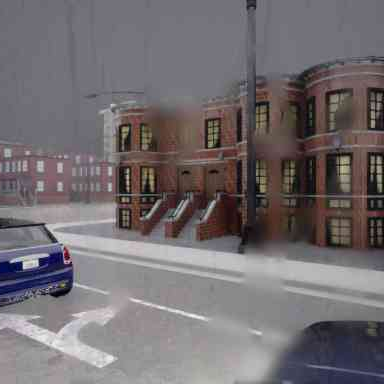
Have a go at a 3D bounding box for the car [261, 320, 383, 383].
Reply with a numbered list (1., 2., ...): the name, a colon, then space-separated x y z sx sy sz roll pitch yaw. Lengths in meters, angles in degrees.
1. car: 3.056 1.547 1.809 5.357 1.411 2.033 0 0 36

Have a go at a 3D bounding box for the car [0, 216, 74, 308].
1. car: -4.716 1.352 7.355 4.553 1.767 2.097 0 0 35
